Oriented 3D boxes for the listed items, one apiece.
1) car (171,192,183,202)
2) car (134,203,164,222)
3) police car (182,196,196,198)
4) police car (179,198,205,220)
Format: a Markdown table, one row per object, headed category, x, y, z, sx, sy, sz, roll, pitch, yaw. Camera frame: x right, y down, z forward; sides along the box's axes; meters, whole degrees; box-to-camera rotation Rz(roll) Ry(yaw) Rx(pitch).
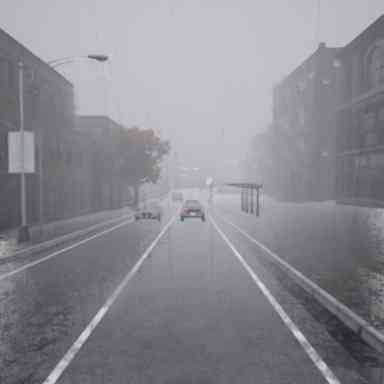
| category | x | y | z | sx | sy | sz | roll | pitch | yaw |
| --- | --- | --- | --- | --- | --- | --- | --- | --- | --- |
| car | -2.963 | 0.987 | 67.833 | 2.150 | 2.045 | 5.566 | 0 | 1 | 1 |
| car | -3.334 | 1.590 | 26.580 | 1.994 | 1.385 | 4.181 | 0 | 0 | 0 |
| police car | 0.034 | 1.409 | 46.142 | 1.930 | 1.638 | 5.238 | 0 | 1 | 0 |
| police car | 0.069 | 1.533 | 28.126 | 2.038 | 1.542 | 4.974 | 0 | 0 | 0 |
